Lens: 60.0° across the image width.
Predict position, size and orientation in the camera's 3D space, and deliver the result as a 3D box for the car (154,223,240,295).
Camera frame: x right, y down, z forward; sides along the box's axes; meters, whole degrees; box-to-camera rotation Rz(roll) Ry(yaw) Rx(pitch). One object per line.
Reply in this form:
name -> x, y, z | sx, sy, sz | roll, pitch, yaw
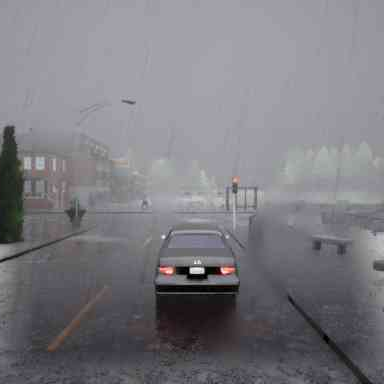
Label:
car -> 0.098, 1.547, 8.855 | 2.033, 1.411, 5.357 | 0, 0, 0
